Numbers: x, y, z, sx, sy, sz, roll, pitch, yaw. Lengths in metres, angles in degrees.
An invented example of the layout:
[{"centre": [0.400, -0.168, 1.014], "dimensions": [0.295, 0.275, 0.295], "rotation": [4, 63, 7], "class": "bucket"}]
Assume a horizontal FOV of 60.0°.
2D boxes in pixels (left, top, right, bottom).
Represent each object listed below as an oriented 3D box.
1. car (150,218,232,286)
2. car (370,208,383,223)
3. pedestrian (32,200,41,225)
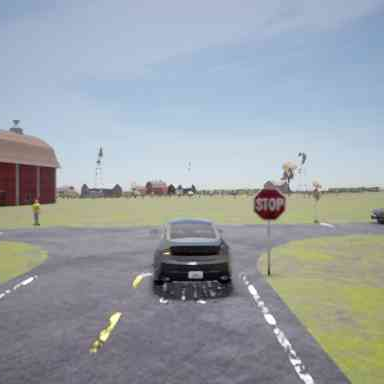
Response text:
[{"centre": [-0.108, 1.495, 9.437], "dimensions": [1.837, 1.490, 4.892], "rotation": [0, 0, -4], "class": "car"}, {"centre": [13.893, 1.238, 21.063], "dimensions": [4.892, 1.490, 1.837], "rotation": [-1, 0, -4], "class": "car"}, {"centre": [-11.208, 1.461, 24.014], "dimensions": [0.375, 1.860, 0.375], "rotation": [0, 0, 4], "class": "pedestrian"}]
